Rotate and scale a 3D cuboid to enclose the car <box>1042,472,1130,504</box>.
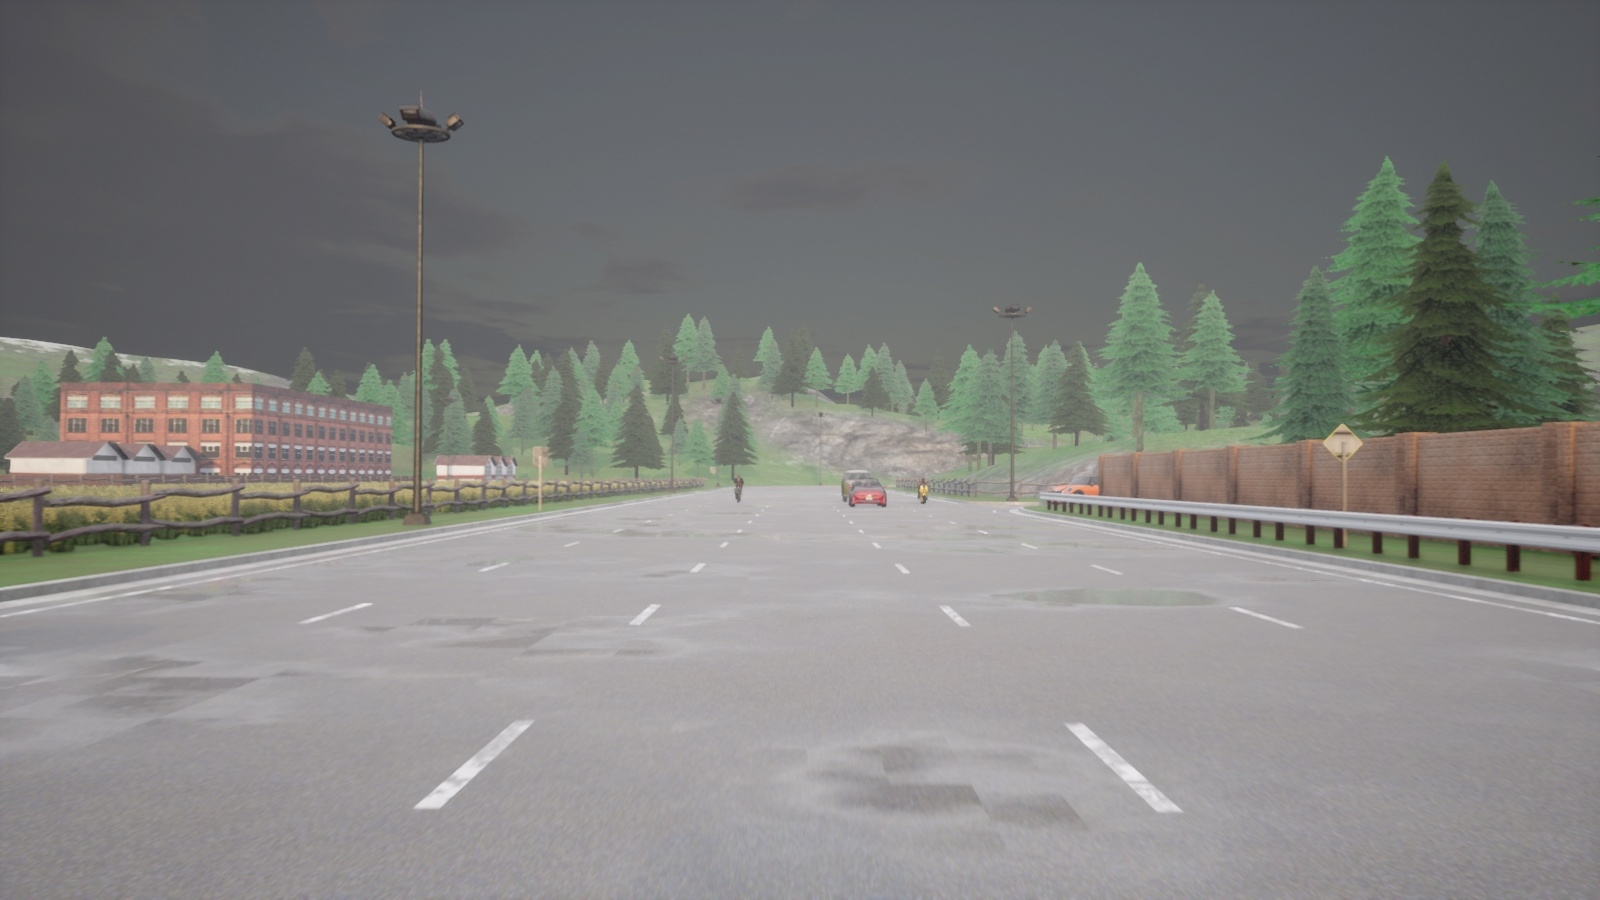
[{"bbox_3d":[16.208,2.118,71.086,4.553,1.767,2.097,0,-1,-27],"label":"car"}]

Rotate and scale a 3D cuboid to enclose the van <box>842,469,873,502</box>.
[{"bbox_3d":[3.577,2.221,78.661,1.775,1.987,4.442,0,-1,0],"label":"van"}]

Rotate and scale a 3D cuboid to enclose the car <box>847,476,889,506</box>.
[{"bbox_3d":[3.565,2.156,66.380,2.007,1.525,4.514,0,-1,0],"label":"car"}]
